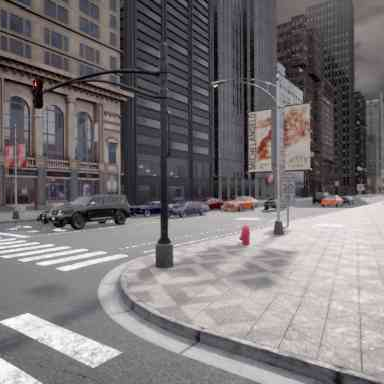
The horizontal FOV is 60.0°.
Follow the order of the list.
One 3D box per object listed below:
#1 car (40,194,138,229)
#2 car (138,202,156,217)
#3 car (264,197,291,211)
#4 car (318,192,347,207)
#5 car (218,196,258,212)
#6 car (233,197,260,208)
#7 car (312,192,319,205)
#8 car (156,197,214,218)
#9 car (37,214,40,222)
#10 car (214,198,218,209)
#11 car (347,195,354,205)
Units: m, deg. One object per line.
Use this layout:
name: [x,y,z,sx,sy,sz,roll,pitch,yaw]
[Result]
car: [-6.461,1.186,21.572,2.150,2.045,5.566,-1,0,35]
car: [-3.738,1.565,30.991,1.895,1.301,4.718,-1,0,35]
car: [10.066,1.386,38.821,1.837,1.490,4.892,-1,0,35]
car: [19.974,1.188,47.129,2.097,1.767,4.553,-1,0,36]
car: [5.412,1.265,38.188,2.097,1.767,4.553,-1,0,36]
car: [7.760,1.445,47.050,1.812,1.442,4.674,-1,0,36]
car: [21.722,1.070,55.202,2.150,2.045,5.566,-1,-1,37]
car: [-0.510,1.485,29.919,2.033,1.411,5.357,-1,0,35]
car: [-8.816,1.550,23.862,1.994,1.385,4.181,-1,0,36]
car: [1.983,1.418,39.007,1.882,1.535,5.008,-1,0,36]
car: [25.364,1.331,54.690,1.837,1.490,4.892,-1,0,36]
